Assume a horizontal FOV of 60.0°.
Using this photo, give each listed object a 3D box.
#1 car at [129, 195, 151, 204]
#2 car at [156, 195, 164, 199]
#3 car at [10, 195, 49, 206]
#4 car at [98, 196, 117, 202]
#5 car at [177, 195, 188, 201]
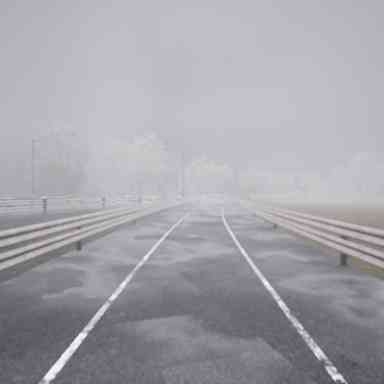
[{"bbox_3d":[-9.140,1.386,61.034,2.033,1.411,5.357,0,0,17],"label":"car"},{"bbox_3d":[-8.546,1.495,85.950,1.994,1.385,4.181,0,0,19],"label":"car"},{"bbox_3d":[-18.928,1.112,38.922,2.097,1.767,4.553,0,0,15],"label":"car"},{"bbox_3d":[-15.847,1.414,62.805,1.994,1.385,4.181,0,0,17],"label":"car"},{"bbox_3d":[-2.553,1.422,81.790,1.837,1.490,4.892,0,0,18],"label":"car"}]
